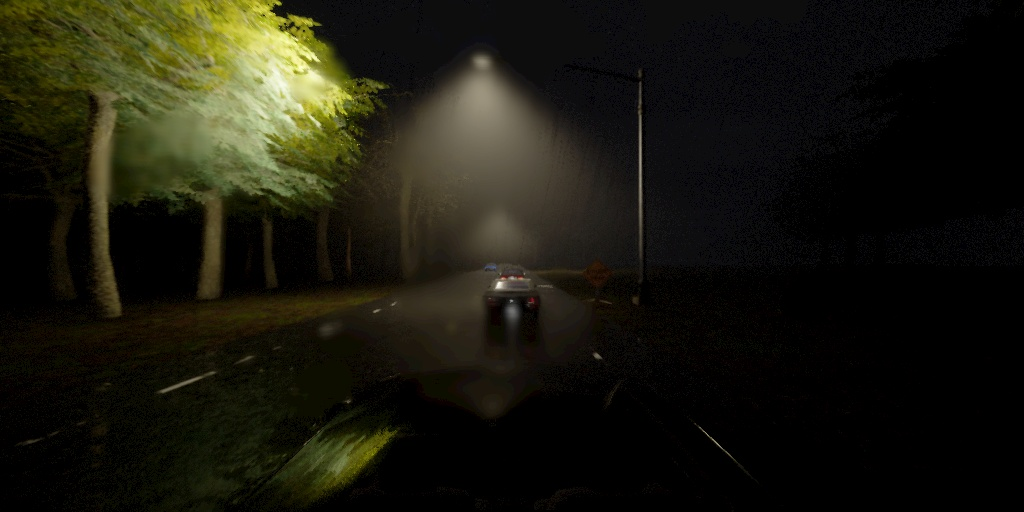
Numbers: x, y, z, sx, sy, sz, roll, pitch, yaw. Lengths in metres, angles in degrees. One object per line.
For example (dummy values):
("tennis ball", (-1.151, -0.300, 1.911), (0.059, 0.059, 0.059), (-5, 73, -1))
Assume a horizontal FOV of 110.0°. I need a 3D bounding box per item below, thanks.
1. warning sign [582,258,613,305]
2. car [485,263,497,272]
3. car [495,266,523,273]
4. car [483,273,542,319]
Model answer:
("warning sign", (3.551, 1.016, 14.813), (1.300, 1.860, 1.060), (0, 0, 0))
("car", (-3.540, 1.906, 60.551), (1.882, 1.535, 5.008), (0, 0, 1))
("car", (0.027, 1.589, 26.994), (2.033, 1.411, 5.357), (0, -1, 1))
("car", (0.040, 1.486, 13.531), (1.895, 1.301, 4.718), (0, -1, 0))
